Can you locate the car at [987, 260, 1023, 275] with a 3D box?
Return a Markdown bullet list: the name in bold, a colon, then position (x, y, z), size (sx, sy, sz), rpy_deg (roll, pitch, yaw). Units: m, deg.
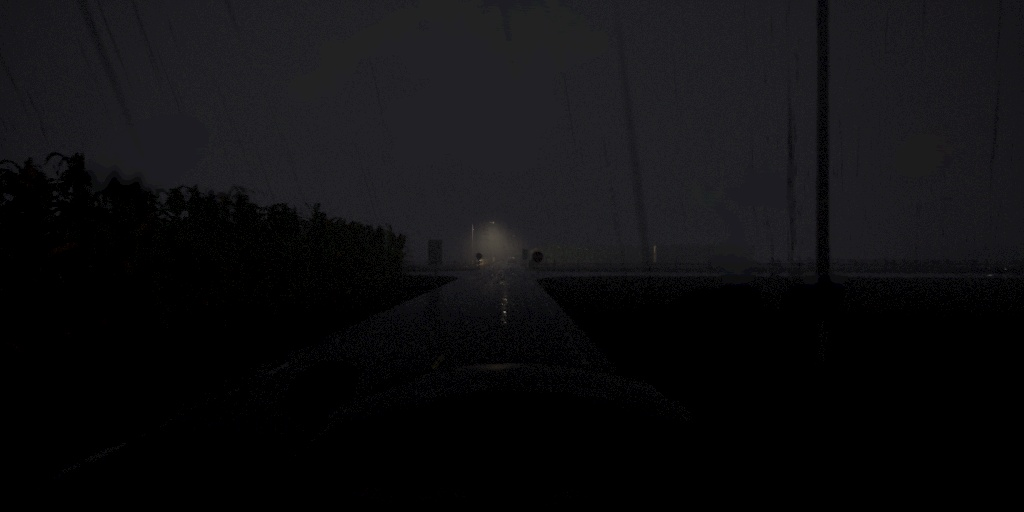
- **car**: position (50.145, 1.126, 34.831), size (5.357, 1.411, 2.033), rpy_deg (0, 1, 8)
